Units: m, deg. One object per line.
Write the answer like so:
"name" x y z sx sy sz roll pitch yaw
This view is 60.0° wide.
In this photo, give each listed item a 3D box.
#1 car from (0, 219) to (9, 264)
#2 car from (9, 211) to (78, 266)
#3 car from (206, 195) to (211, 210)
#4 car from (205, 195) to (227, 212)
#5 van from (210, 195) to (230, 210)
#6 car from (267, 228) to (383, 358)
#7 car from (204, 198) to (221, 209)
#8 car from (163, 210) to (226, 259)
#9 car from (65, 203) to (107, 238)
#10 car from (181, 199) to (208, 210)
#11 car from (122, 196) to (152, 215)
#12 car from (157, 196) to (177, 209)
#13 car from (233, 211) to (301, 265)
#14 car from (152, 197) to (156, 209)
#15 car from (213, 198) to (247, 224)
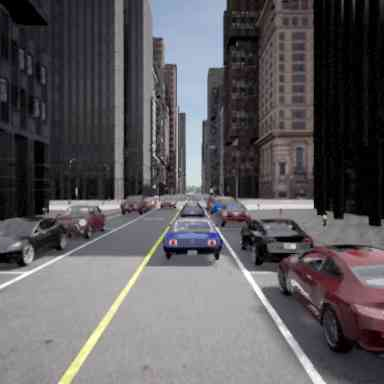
"car" -5.767 1.310 5.861 2.192 1.841 5.009 0 0 0
"car" -5.767 1.556 11.463 1.947 1.339 4.313 0 0 0
"car" 2.756 1.412 33.874 1.967 1.590 4.097 0 0 0
"car" 2.755 1.283 39.476 2.192 1.841 5.009 0 0 0
"van" 2.756 1.318 28.273 1.690 1.788 3.998 0 0 0
"car" 2.759 1.577 5.866 1.802 1.307 4.206 0 0 0
"car" 2.755 1.514 45.078 2.008 1.369 4.403 0 0 0
"car" 0.041 1.590 12.492 1.895 1.301 4.718 0 0 1
"car" -5.768 1.426 17.065 1.967 1.590 4.097 0 0 0
"car" 0.046 1.541 28.172 1.994 1.385 4.181 0 0 0
"car" -5.770 1.287 33.872 2.192 1.841 5.009 0 0 0
"car" -3.050 1.316 43.984 2.097 1.767 4.553 0 0 0
"car" 2.759 1.556 11.468 1.947 1.339 4.313 0 0 0
"car" -5.769 1.493 39.304 1.752 1.417 4.829 0 0 0
"car" 2.757 1.421 22.671 1.967 1.590 4.097 0 0 0
